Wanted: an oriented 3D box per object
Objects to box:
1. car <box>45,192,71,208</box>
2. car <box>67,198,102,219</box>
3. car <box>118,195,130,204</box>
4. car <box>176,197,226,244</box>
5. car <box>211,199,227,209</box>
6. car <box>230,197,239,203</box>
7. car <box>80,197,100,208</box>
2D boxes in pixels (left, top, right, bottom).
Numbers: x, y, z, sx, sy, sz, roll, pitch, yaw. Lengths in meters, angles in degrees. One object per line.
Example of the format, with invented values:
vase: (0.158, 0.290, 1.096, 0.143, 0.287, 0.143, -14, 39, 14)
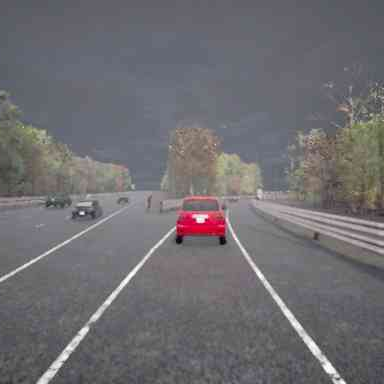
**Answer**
car: (-17.590, 1.082, 44.017, 2.150, 2.045, 5.566, 0, 0, -7)
car: (-8.673, 1.447, 27.697, 1.812, 1.442, 4.674, 0, 0, -7)
car: (-12.556, 1.361, 61.547, 1.837, 1.490, 4.892, 0, 0, -7)
car: (0.484, 1.247, 16.160, 2.150, 2.045, 5.566, 0, 0, 3)
car: (4.089, 1.738, 50.110, 1.994, 1.385, 4.181, 0, 0, 9)
car: (10.130, 1.807, 79.569, 1.812, 1.442, 4.674, 0, 0, 15)
car: (-14.454, 1.470, 47.383, 1.895, 1.301, 4.718, 0, 0, -7)
